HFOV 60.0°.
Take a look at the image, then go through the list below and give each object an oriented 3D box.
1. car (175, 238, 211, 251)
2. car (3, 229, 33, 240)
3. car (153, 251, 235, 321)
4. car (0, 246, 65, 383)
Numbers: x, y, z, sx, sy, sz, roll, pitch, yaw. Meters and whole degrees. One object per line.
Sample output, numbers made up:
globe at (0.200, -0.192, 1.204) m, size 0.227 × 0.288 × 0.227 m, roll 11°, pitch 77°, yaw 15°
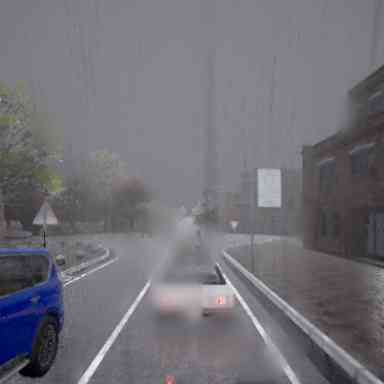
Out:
car at (0.023, 3.531, 19.954) m, size 1.837 × 1.490 × 4.892 m, roll 0°, pitch -5°, yaw 1°
car at (-23.469, 5.433, 42.758) m, size 5.357 × 1.411 × 2.033 m, roll 5°, pitch -5°, yaw -33°
car at (0.027, 2.684, 9.736) m, size 1.895 × 1.301 × 4.718 m, roll 0°, pitch -5°, yaw -1°
car at (-3.373, 1.668, 3.944) m, size 2.150 × 2.045 × 5.566 m, roll 0°, pitch -9°, yaw 0°
